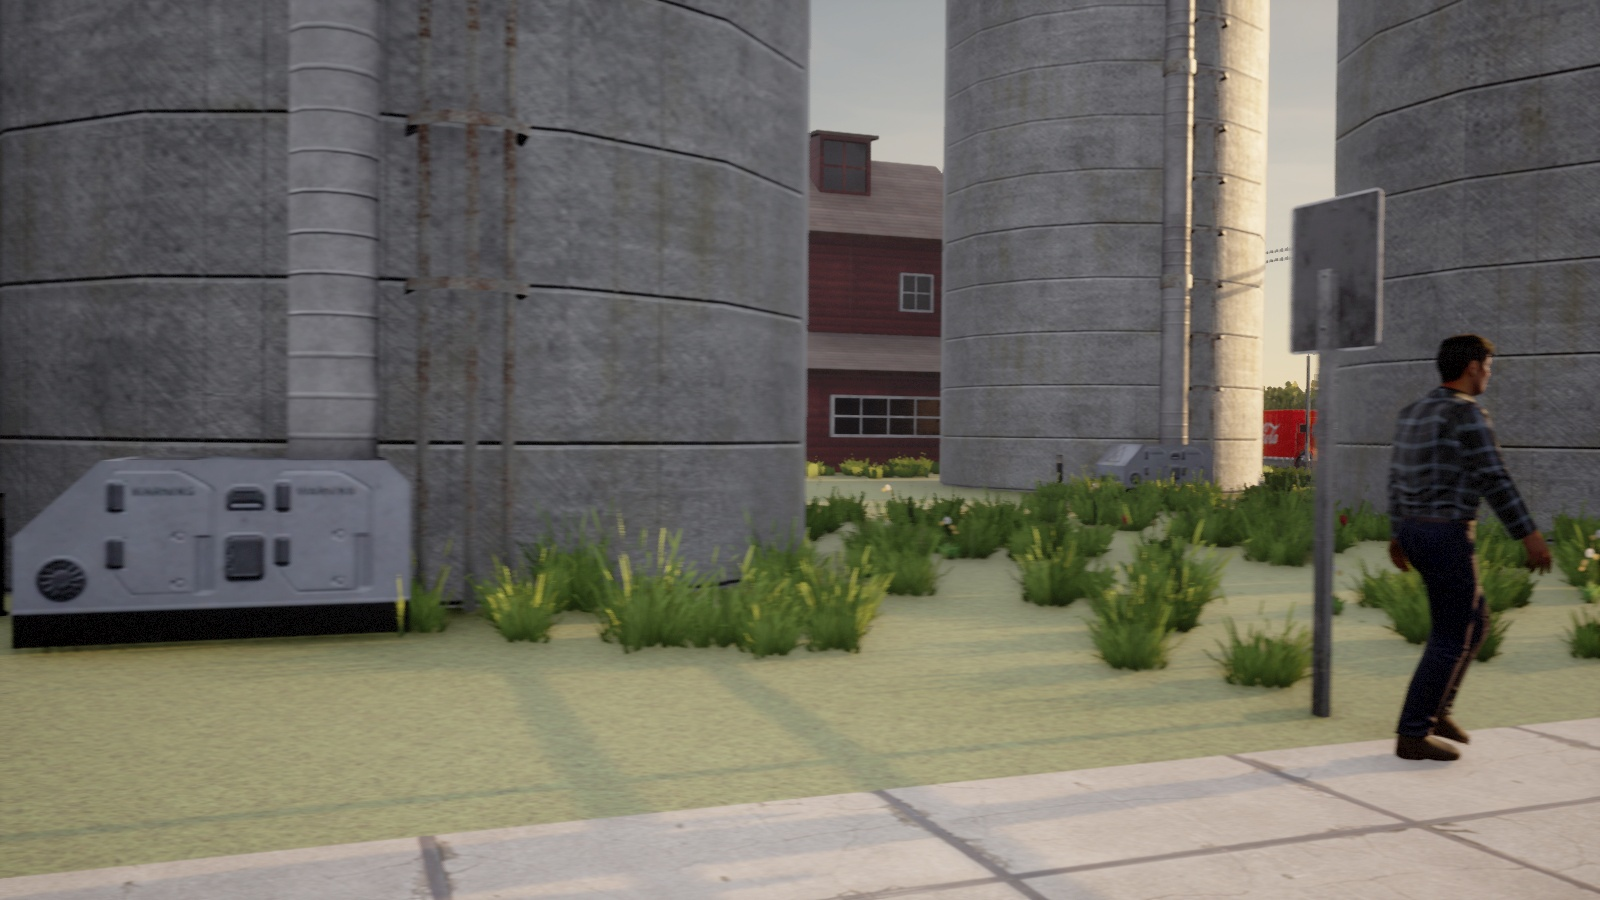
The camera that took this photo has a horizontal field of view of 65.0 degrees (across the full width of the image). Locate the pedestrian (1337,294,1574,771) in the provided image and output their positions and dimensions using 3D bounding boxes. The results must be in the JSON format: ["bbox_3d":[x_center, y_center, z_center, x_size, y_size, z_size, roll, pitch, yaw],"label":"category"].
[{"bbox_3d":[2.784,0.336,5.367,0.788,1.949,0.423,-1,1,-3],"label":"pedestrian"}]

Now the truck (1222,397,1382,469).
[{"bbox_3d":[18.315,-0.637,46.133,2.627,2.467,5.204,-1,1,-20],"label":"truck"}]
